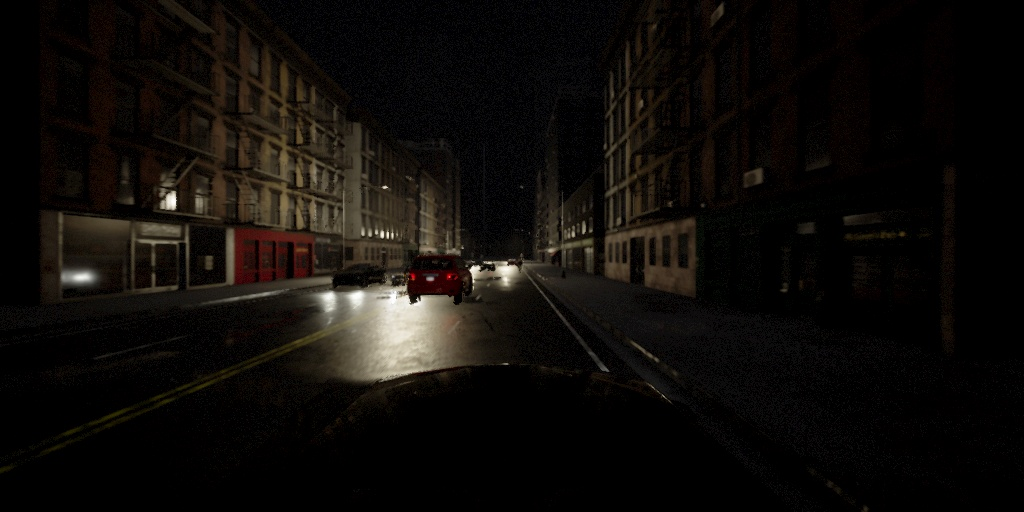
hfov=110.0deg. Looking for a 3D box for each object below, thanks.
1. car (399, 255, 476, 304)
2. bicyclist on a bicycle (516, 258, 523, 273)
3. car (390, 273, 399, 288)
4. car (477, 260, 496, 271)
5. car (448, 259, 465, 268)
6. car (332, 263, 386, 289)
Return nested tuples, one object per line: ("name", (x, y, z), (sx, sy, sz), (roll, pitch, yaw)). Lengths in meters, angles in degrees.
("car", (-3.148, 0.971, 16.503), (2.150, 2.045, 5.566), (0, 0, 0))
("bicyclist on a bicycle", (0.898, 1.121, 40.108), (0.659, 1.776, 1.843), (0, 0, 0))
("car", (-6.596, 1.350, 24.201), (1.895, 1.301, 4.718), (0, 0, 0))
("car", (-3.144, 1.353, 47.507), (1.895, 1.301, 4.718), (0, 0, 0))
("car", (-9.773, 1.250, 63.453), (2.128, 1.511, 4.902), (0, 0, 1))
("car", (-9.845, 1.227, 23.418), (1.882, 1.535, 5.008), (0, 0, 0))
